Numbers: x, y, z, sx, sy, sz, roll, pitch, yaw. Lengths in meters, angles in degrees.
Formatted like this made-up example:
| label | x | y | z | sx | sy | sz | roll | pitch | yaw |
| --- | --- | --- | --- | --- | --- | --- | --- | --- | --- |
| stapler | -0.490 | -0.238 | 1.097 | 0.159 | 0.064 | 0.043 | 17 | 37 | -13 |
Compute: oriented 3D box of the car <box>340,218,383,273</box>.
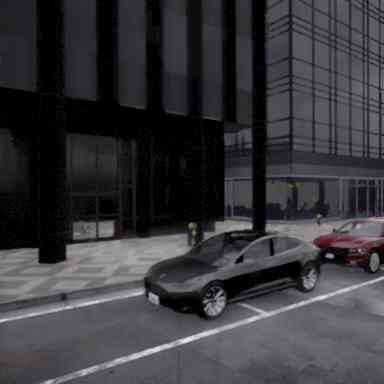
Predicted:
| label | x | y | z | sx | sy | sz | roll | pitch | yaw |
| --- | --- | --- | --- | --- | --- | --- | --- | --- | --- |
| car | 5.680 | 1.536 | 10.591 | 4.507 | 1.381 | 1.887 | 0 | 0 | -36 |

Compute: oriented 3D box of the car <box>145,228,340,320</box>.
| label | x | y | z | sx | sy | sz | roll | pitch | yaw |
| --- | --- | --- | --- | --- | --- | --- | --- | --- | --- |
| car | 1.082 | 1.562 | 7.310 | 4.313 | 1.339 | 1.947 | 0 | 0 | -36 |
